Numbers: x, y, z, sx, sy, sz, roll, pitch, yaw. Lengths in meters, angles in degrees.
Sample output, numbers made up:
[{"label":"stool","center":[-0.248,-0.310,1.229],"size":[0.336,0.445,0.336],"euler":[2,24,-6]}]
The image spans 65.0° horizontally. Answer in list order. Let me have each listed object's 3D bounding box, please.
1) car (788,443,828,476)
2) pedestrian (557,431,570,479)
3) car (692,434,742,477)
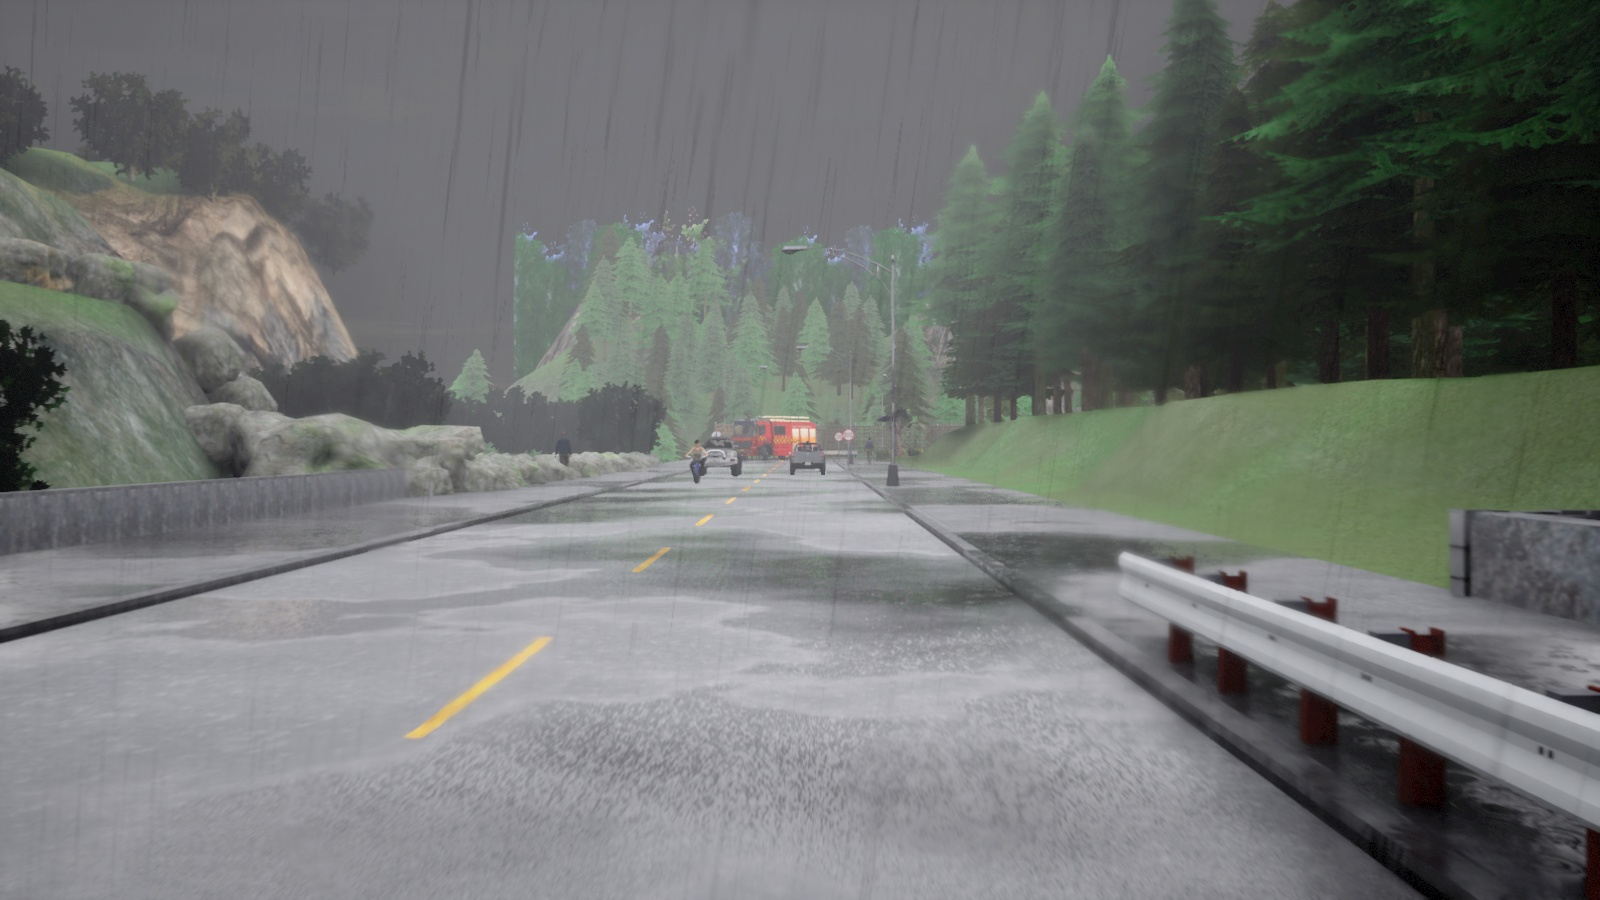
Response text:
[{"label":"car","center":[0.364,0.423,59.638],"size":[1.845,1.501,3.633],"euler":[0,0,0]},{"label":"pedestrian","center":[-9.088,0.177,48.328],"size":[0.402,1.842,0.726],"euler":[0,0,-4]},{"label":"car","center":[-3.658,0.245,56.150],"size":[1.932,1.855,4.605],"euler":[0,0,0]}]
